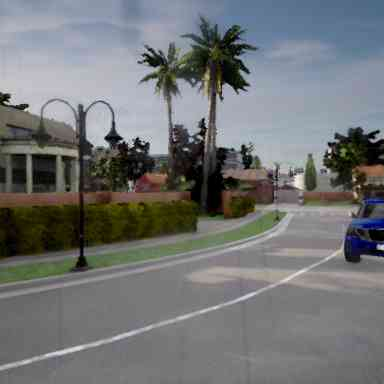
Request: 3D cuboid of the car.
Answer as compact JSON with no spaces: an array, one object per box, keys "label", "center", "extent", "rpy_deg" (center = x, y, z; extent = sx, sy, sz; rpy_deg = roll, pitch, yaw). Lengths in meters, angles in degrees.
[{"label":"car","center":[7.029,1.260,11.867],"extent":[2.150,2.045,5.566],"rpy_deg":[-1,-1,34]}]
